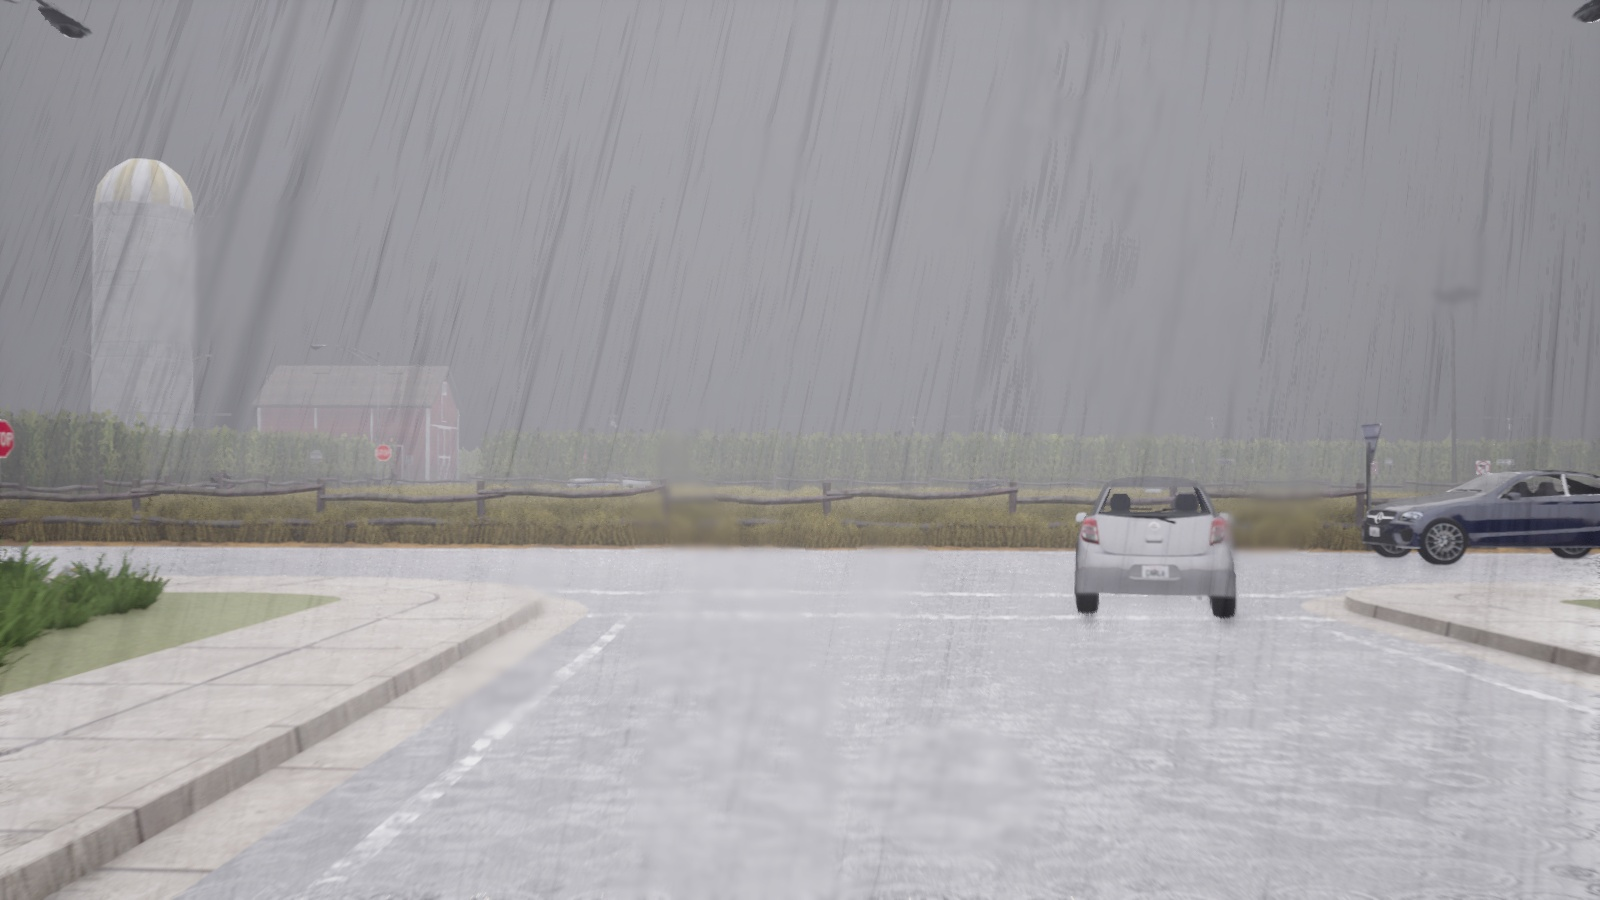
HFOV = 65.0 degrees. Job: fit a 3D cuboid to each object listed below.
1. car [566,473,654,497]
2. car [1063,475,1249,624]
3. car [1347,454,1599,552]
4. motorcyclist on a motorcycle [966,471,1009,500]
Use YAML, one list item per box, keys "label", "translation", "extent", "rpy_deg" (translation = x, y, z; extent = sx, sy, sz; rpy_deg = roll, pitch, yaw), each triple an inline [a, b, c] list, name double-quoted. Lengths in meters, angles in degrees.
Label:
- label: "car"
  translation: [-10.875, 2.001, 71.965]
  extent: [4.718, 1.301, 1.895]
  rpy_deg: [0, -1, 1]
- label: "car"
  translation: [4.174, 1.060, 14.813]
  extent: [1.845, 1.501, 3.633]
  rpy_deg: [-1, -1, 16]
- label: "car"
  translation: [12.812, 0.919, 22.528]
  extent: [5.027, 1.651, 2.152]
  rpy_deg: [0, -1, 1]
- label: "motorcyclist on a motorcycle"
  translation: [10.229, 1.933, 68.477]
  extent: [2.191, 1.530, 0.866]
  rpy_deg: [0, -1, 1]
